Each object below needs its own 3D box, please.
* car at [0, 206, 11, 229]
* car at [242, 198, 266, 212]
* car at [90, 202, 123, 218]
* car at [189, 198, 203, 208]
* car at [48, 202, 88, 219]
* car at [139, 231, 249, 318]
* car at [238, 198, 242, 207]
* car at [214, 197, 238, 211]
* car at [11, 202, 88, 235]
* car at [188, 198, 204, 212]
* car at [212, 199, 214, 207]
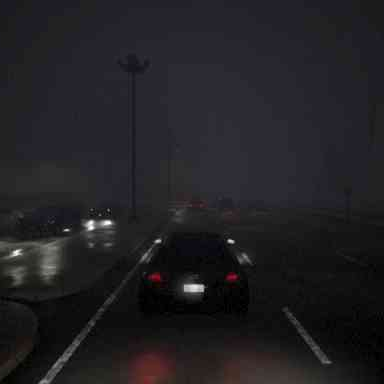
[{"bbox_3d":[-11.322,1.525,18.729,1.812,1.442,4.674,0,0,1],"label":"car"},{"bbox_3d":[7.462,1.478,39.229,1.882,1.535,5.008,0,0,1],"label":"car"},{"bbox_3d":[-7.663,1.601,30.007,1.895,1.301,4.718,0,0,1],"label":"car"},{"bbox_3d":[0.582,1.564,49.987,1.994,1.385,4.181,0,0,1],"label":"car"},{"bbox_3d":[-11.160,1.601,30.308,1.895,1.301,4.718,0,0,1],"label":"car"},{"bbox_3d":[0.054,1.564,7.517,1.994,1.385,4.181,0,0,1],"label":"car"},{"bbox_3d":[7.578,1.564,49.714,1.994,1.385,4.181,0,0,1],"label":"car"},{"bbox_3d":[3.977,1.505,39.847,1.837,1.490,4.892,0,0,1],"label":"car"},{"bbox_3d":[-7.814,1.478,18.848,1.882,1.535,5.008,0,0,1],"label":"car"},{"bbox_3d":[0.470,1.547,39.638,2.033,1.411,5.357,0,0,1],"label":"car"},{"bbox_3d":[4.090,1.491,50.174,2.128,1.511,4.902,0,0,1],"label":"car"}]
